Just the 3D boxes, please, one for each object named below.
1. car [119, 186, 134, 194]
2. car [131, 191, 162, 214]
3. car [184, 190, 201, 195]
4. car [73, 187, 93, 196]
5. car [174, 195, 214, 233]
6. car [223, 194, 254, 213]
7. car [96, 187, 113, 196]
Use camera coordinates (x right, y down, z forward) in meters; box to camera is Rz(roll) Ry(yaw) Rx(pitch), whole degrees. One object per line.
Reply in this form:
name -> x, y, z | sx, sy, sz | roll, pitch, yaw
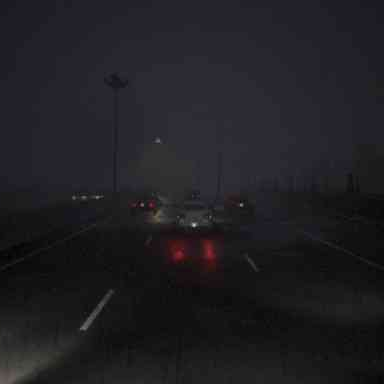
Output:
car -> -10.567, -0.117, 54.124 | 1.837, 1.490, 4.892 | 0, 1, 0
car -> -3.402, 0.861, 25.374 | 2.033, 1.411, 5.357 | 0, 2, 0
car -> 0.097, 0.412, 38.676 | 2.033, 1.411, 5.357 | 0, 2, 0
car -> -17.563, -0.136, 53.811 | 1.882, 1.535, 5.008 | 0, 1, 0
car -> 0.099, 1.129, 16.809 | 1.812, 1.442, 4.674 | 0, 2, 0
car -> 3.598, 0.850, 26.212 | 1.994, 1.385, 4.181 | 0, 2, 0
car -> -14.065, -0.053, 53.934 | 1.994, 1.385, 4.181 | 0, 1, 0
